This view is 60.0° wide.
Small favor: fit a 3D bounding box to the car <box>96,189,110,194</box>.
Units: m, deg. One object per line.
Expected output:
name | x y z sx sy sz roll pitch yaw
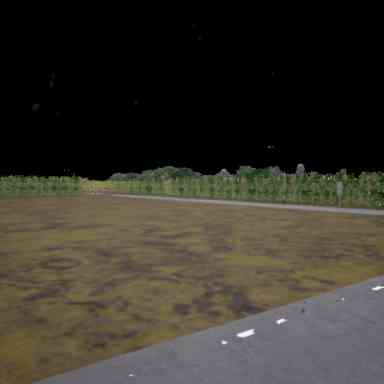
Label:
car | -24.458 -0.205 92.407 2.128 1.511 4.902 0 1 -35
